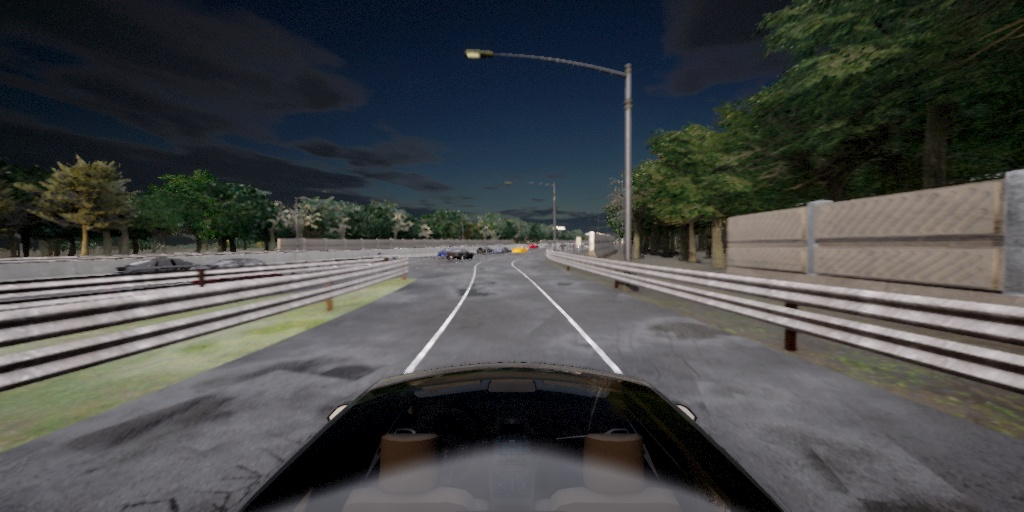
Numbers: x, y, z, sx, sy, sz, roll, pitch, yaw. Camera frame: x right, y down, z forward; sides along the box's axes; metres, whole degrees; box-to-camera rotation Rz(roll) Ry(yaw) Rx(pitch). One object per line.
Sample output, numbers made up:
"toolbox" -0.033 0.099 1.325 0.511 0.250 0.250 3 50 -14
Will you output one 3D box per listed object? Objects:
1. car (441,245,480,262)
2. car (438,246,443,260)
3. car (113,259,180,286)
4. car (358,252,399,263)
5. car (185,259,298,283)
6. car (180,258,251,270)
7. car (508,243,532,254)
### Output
"car" -6.153 -0.165 43.364 1.882 1.535 5.008 0 2 20
"car" -8.111 -0.326 48.301 1.882 1.535 5.008 0 2 20
"car" -21.116 0.894 22.195 1.837 1.490 4.892 0 2 20
"car" -14.750 0.205 40.082 1.895 1.301 4.718 0 2 20
"car" -14.516 0.986 19.862 1.895 1.301 4.718 0 2 20
"car" -17.153 0.851 22.894 2.033 1.411 5.357 0 2 20
"car" 1.547 -1.102 65.004 1.882 1.535 5.008 0 2 20
